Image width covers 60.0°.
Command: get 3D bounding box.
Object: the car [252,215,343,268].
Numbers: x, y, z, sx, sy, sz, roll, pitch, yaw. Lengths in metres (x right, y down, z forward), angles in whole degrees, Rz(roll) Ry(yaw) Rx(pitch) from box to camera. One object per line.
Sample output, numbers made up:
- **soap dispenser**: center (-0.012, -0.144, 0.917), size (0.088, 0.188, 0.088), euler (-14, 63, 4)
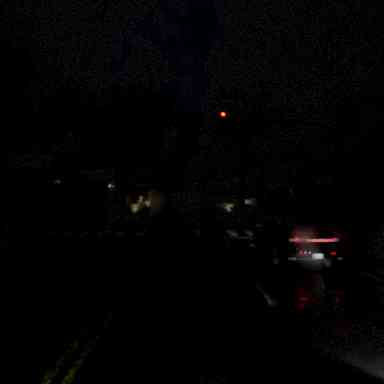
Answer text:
- **car**: center (3.359, 1.542, 11.451), size (2.128, 1.511, 4.902), euler (0, 0, -2)
